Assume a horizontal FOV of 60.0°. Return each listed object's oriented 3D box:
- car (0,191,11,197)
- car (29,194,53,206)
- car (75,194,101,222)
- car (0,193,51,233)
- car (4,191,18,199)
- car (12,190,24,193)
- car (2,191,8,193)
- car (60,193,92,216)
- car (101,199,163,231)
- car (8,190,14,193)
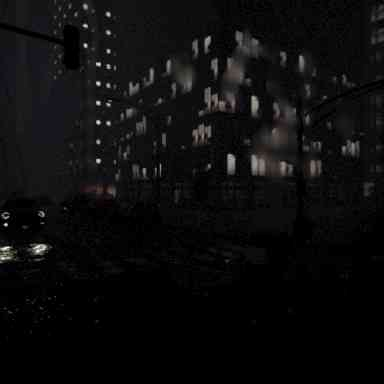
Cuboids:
[{"bbox_3d":[-43.974,0.447,78.291,1.752,1.417,4.829,1,0,-34],"label":"car"},{"bbox_3d":[-18.924,1.026,41.650,1.947,1.339,4.313,1,0,-34],"label":"car"},{"bbox_3d":[-6.446,1.165,23.399,1.967,1.590,4.097,1,0,-34],"label":"car"},{"bbox_3d":[-9.435,1.117,18.160,2.097,1.767,4.553,0,1,-34],"label":"car"},{"bbox_3d":[-37.640,0.609,69.026,2.008,1.369,4.403,1,0,-34],"label":"car"},{"bbox_3d":[-28.283,0.841,55.338,1.802,1.307,4.206,1,0,-34],"label":"car"},{"bbox_3d":[-21.940,0.990,36.498,2.128,1.511,4.902,0,1,-34],"label":"car"},{"bbox_3d":[-9.563,0.974,27.961,2.192,1.841,5.009,1,0,-34],"label":"car"},{"bbox_3d":[-3.326,1.231,18.837,1.967,1.590,4.097,1,0,-34],"label":"car"},{"bbox_3d":[-31.398,0.507,59.900,2.192,1.841,5.009,1,0,-34],"label":"car"}]
